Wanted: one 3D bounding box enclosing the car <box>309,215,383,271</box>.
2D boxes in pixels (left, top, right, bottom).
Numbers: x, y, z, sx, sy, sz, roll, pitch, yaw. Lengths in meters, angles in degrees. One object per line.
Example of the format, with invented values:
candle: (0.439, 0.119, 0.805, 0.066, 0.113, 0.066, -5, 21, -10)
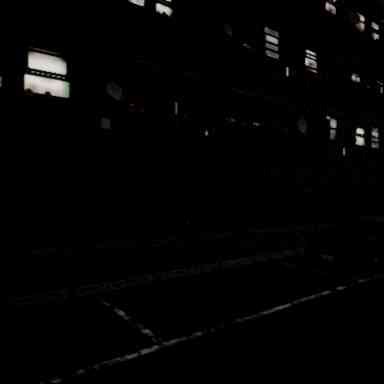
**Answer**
car: (5.563, 1.438, 10.514, 4.313, 1.339, 1.947, -1, 1, -35)
